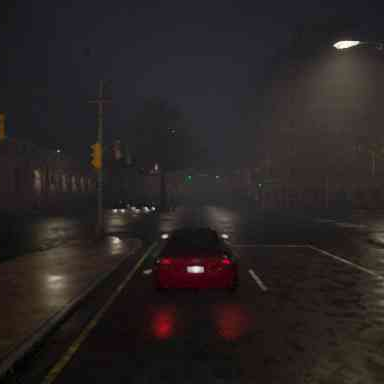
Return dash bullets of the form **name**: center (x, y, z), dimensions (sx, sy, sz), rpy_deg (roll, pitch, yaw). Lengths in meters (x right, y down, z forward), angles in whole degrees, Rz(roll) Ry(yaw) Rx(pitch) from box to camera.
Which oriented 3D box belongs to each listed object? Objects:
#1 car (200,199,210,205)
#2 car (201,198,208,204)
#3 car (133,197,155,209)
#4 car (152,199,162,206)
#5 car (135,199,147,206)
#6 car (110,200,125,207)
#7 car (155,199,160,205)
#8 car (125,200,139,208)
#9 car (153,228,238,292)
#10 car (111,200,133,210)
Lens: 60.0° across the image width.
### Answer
- **car**: center (3.504, 2.509, 85.332), dimensions (1.994, 1.385, 4.181), rpy_deg (0, -1, 0)
- **car**: center (3.505, 2.592, 95.330), dimensions (1.812, 1.442, 4.674), rpy_deg (0, -1, 0)
- **car**: center (-8.077, 1.858, 56.820), dimensions (2.150, 2.045, 5.566), rpy_deg (0, -1, 0)
- **car**: center (-7.996, 2.361, 76.819), dimensions (1.837, 1.490, 4.892), rpy_deg (0, -1, 0)
- **car**: center (-11.496, 2.316, 74.816), dimensions (1.882, 1.535, 5.008), rpy_deg (0, -1, 0)
- **car**: center (-14.746, 2.335, 66.060), dimensions (1.895, 1.301, 4.718), rpy_deg (0, -1, 0)
- **car**: center (-8.001, 2.347, 66.615), dimensions (1.895, 1.301, 4.718), rpy_deg (0, -1, 0)
- **car**: center (-11.523, 2.285, 64.397), dimensions (1.994, 1.385, 4.181), rpy_deg (0, -1, 1)
- **car**: center (0.086, 1.669, 9.211), dimensions (1.994, 1.385, 4.181), rpy_deg (0, -1, 0)
- **car**: center (-11.579, 2.182, 55.103), dimensions (1.994, 1.385, 4.181), rpy_deg (0, -1, 0)
